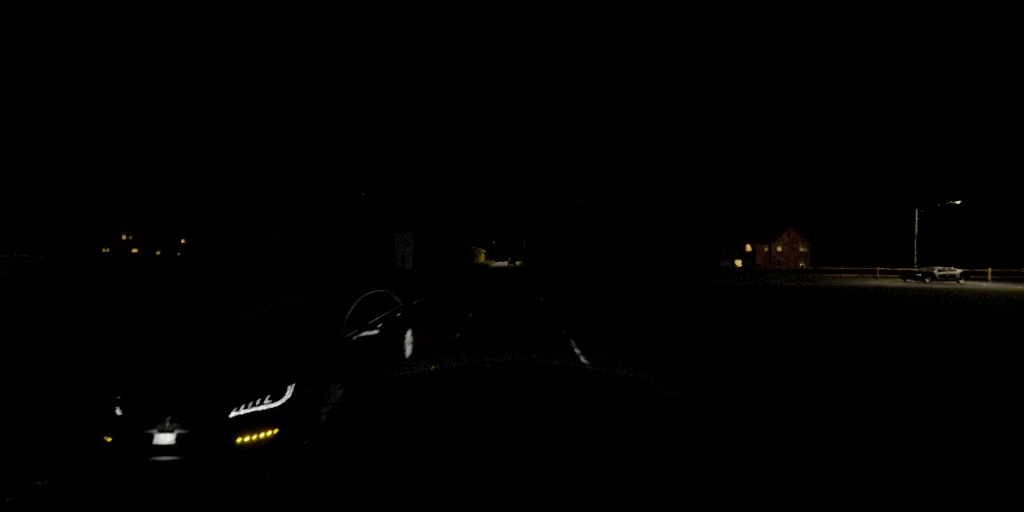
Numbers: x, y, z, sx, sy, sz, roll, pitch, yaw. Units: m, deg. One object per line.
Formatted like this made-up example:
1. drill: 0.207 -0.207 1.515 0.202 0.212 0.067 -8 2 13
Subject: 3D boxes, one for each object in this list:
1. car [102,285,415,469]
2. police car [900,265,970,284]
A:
1. car: -2.844 1.248 5.368 1.837 1.490 4.892 0 0 0
2. police car: 38.995 1.665 33.209 5.238 1.638 1.930 1 1 0
